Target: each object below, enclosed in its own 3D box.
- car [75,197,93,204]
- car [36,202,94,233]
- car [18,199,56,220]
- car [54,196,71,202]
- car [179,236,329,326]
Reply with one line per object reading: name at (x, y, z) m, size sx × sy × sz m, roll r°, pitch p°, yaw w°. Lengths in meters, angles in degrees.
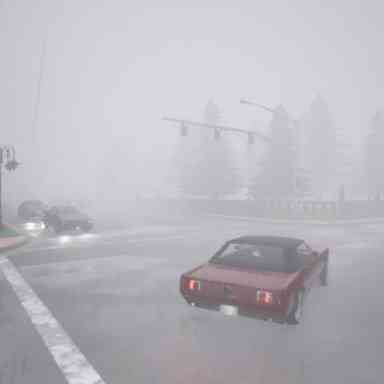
car at (-16.806, 1.576, 51.605) m, size 1.812 × 1.442 × 4.674 m, roll 0°, pitch 0°, yaw -35°
car at (-7.643, 1.563, 20.060) m, size 2.033 × 1.411 × 5.357 m, roll 0°, pitch 0°, yaw -35°
car at (-13.592, 1.506, 28.514) m, size 2.128 × 1.511 × 4.902 m, roll 0°, pitch 0°, yaw -35°
car at (-19.651, 1.389, 49.567) m, size 2.097 × 1.767 × 4.553 m, roll 0°, pitch 0°, yaw -36°
car at (1.721, 1.620, 7.261) m, size 1.895 × 1.301 × 4.718 m, roll 0°, pitch 0°, yaw 30°
